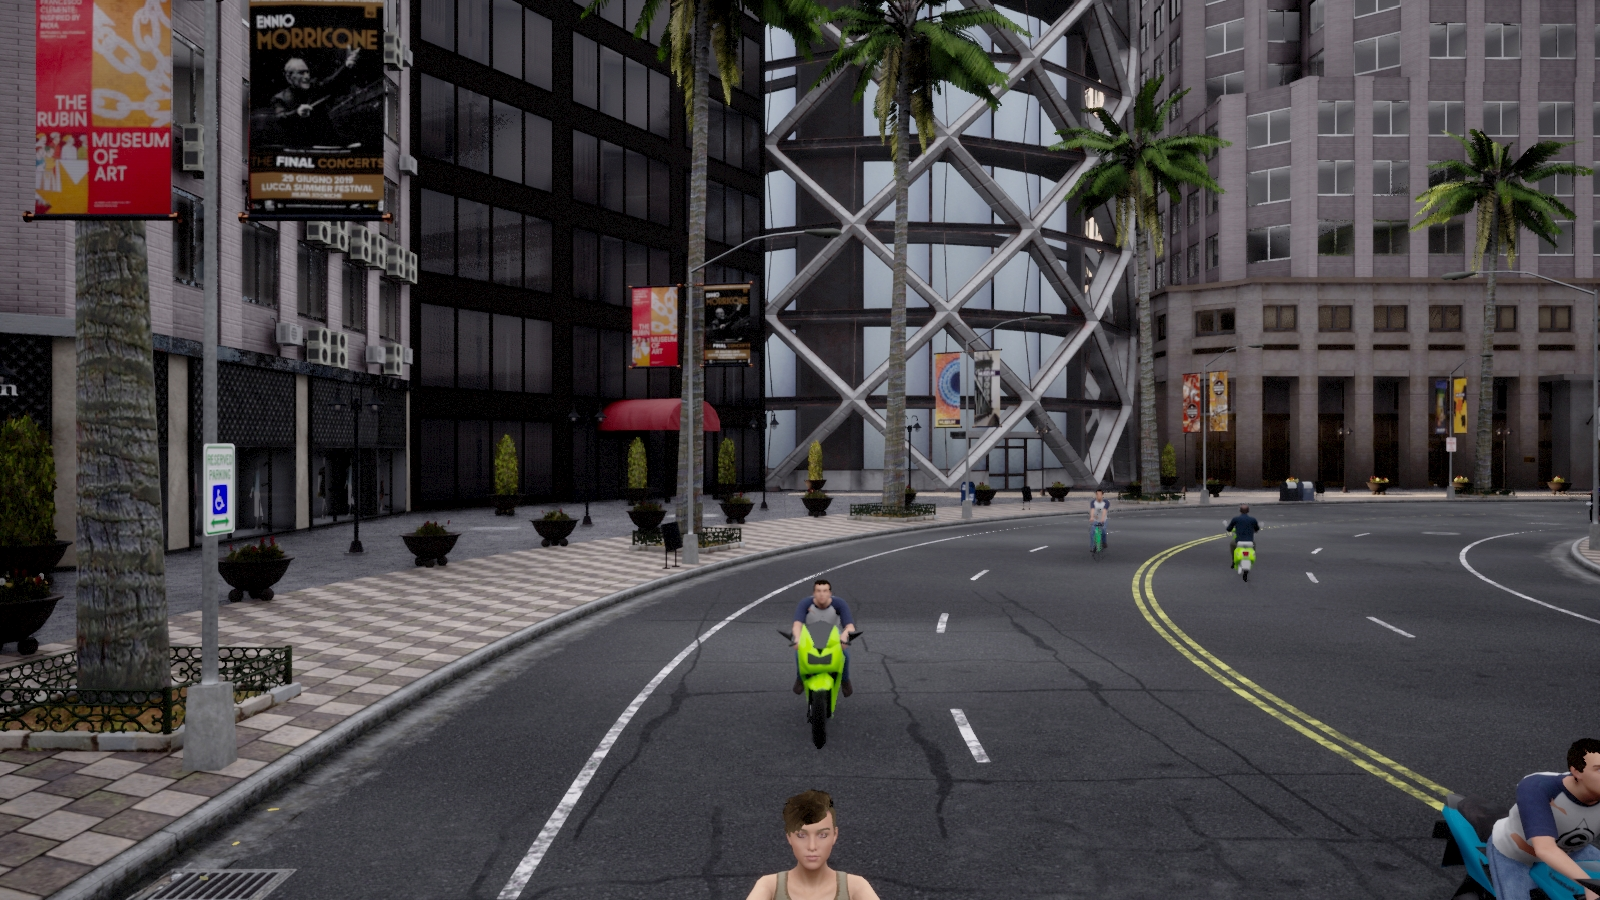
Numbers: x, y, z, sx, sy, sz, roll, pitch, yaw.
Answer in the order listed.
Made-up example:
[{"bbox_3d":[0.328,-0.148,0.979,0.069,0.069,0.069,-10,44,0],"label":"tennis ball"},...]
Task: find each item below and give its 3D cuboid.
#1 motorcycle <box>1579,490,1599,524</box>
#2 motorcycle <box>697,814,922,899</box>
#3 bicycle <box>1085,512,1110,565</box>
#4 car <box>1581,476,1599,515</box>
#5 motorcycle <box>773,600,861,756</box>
[{"bbox_3d":[31.637,2.205,44.662,2.209,1.251,0.867,0,0,-23],"label":"motorcycle"},{"bbox_3d":[0.030,2.170,3.616,0.764,1.277,2.356,0,0,1],"label":"motorcycle"},{"bbox_3d":[7.479,2.206,28.676,0.373,1.196,1.643,1,1,22],"label":"bicycle"},{"bbox_3d":[36.842,1.968,49.589,4.611,1.667,2.242,0,0,-11],"label":"car"},{"bbox_3d":[0.206,2.213,11.441,0.803,1.145,2.033,0,0,3],"label":"motorcycle"}]
